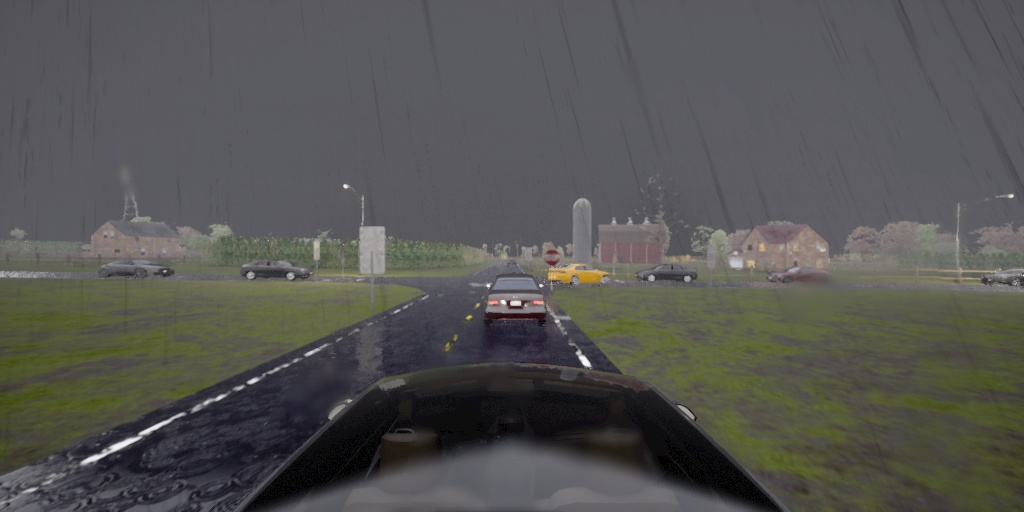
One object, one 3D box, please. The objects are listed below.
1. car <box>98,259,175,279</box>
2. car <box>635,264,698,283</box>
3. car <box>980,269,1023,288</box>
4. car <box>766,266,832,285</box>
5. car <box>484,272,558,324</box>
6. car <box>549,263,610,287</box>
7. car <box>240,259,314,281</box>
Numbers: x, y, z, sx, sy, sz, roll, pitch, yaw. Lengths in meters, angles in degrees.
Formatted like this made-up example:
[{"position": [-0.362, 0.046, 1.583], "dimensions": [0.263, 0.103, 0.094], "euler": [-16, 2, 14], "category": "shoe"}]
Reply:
[{"position": [-27.717, 0.919, 26.569], "dimensions": [4.181, 1.385, 1.994], "euler": [1, 1, 0], "category": "car"}, {"position": [12.731, 1.412, 29.714], "dimensions": [4.892, 1.490, 1.837], "euler": [1, 1, 1], "category": "car"}, {"position": [42.043, 1.811, 29.735], "dimensions": [4.892, 1.490, 1.837], "euler": [1, 1, 0], "category": "car"}, {"position": [23.730, 1.585, 29.707], "dimensions": [4.674, 1.442, 1.812], "euler": [1, 1, 0], "category": "car"}, {"position": [0.098, 1.285, 11.921], "dimensions": [2.033, 1.411, 5.357], "euler": [0, 0, 0], "category": "car"}, {"position": [4.874, 1.294, 25.577], "dimensions": [5.008, 1.535, 1.882], "euler": [1, -1, -35], "category": "car"}, {"position": [-17.341, 1.014, 26.608], "dimensions": [4.892, 1.490, 1.837], "euler": [1, 1, 0], "category": "car"}]
